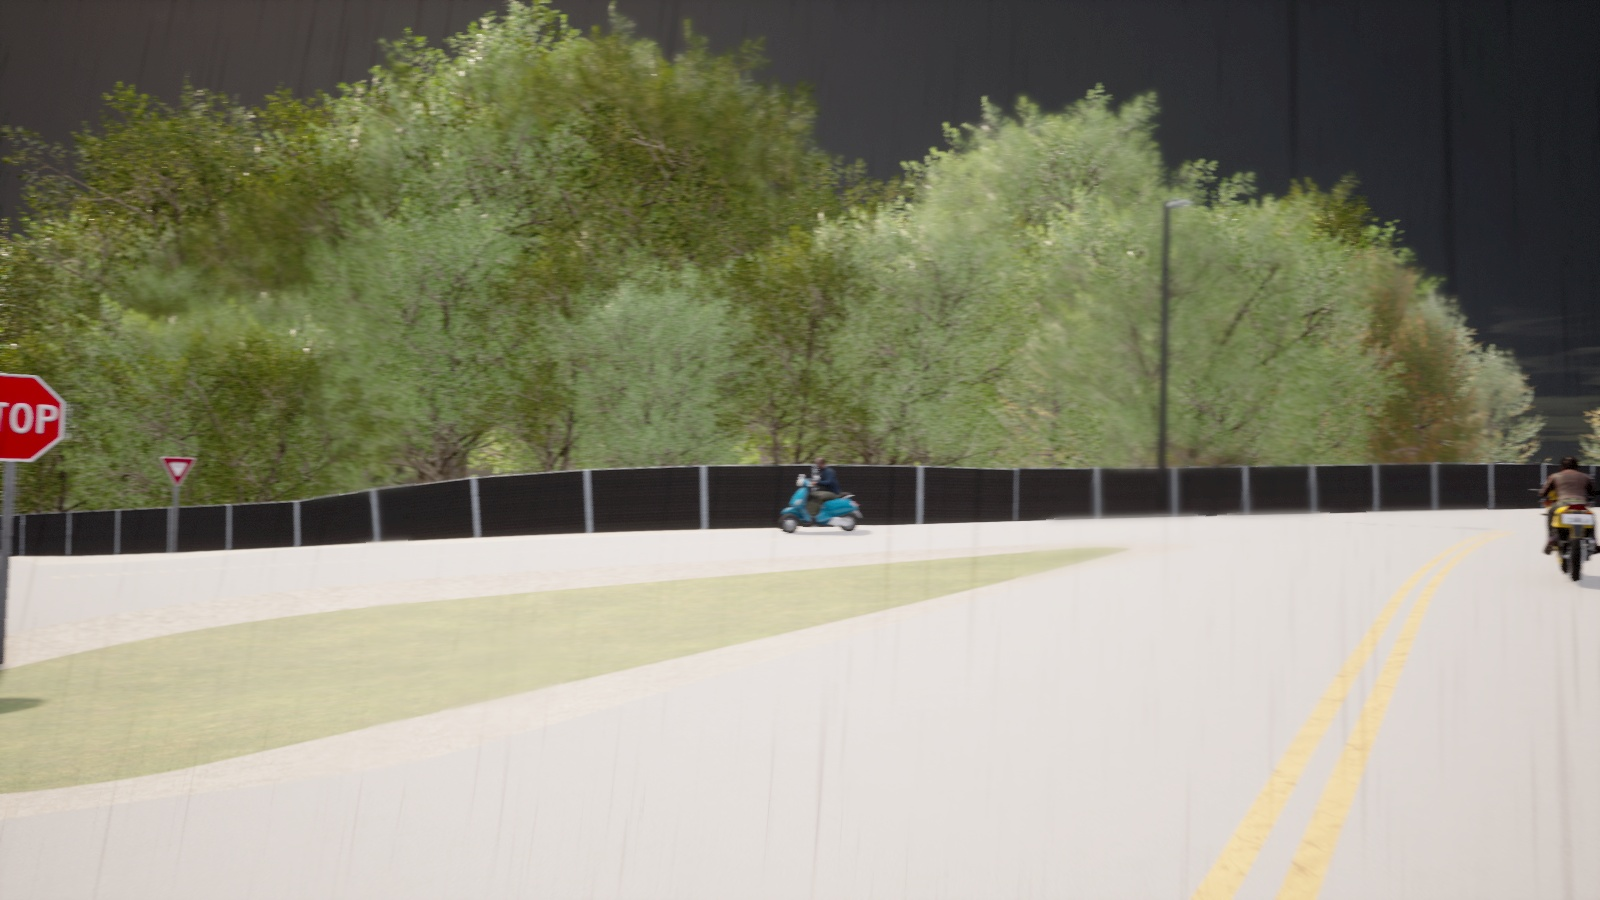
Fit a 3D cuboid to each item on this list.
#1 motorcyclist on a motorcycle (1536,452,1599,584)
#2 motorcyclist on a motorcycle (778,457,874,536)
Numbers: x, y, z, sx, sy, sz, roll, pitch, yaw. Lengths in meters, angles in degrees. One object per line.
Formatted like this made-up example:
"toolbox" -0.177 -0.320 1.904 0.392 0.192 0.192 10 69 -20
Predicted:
"motorcyclist on a motorcycle" 9.616 0.795 15.507 0.797 1.523 2.044 0 0 27
"motorcyclist on a motorcycle" 0.546 0.950 26.354 1.817 1.590 0.866 -1 0 -19
